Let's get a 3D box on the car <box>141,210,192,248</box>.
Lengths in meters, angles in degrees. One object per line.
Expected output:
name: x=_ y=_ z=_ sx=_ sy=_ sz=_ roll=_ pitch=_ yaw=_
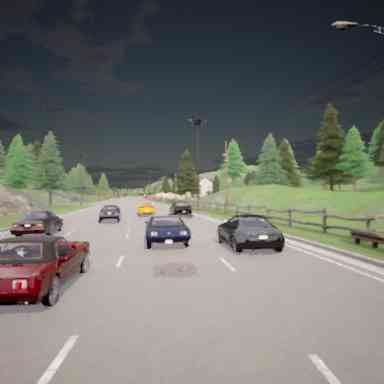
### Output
car: x=-1.296 y=1.765 z=15.836 sx=1.895 sy=1.301 sz=4.718 roll=0 pitch=-1 yaw=-9

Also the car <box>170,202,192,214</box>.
car: x=-1.218 y=1.827 z=35.544 sx=1.882 sy=1.535 sz=5.008 roll=0 pitch=0 yaw=-10

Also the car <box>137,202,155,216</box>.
car: x=-5.343 y=1.900 z=38.713 sx=1.882 sy=1.535 sz=5.008 roll=0 pitch=0 yaw=-10

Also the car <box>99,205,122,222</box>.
car: x=-7.402 y=1.913 z=30.393 sx=2.033 sy=1.411 sz=5.357 roll=-1 pitch=-1 yaw=-10

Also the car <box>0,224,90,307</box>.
car: x=-3.860 y=1.720 z=8.138 sx=1.895 sy=1.301 sz=4.718 roll=-1 pitch=-1 yaw=-5

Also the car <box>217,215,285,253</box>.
car: x=2.377 y=1.676 z=14.384 sx=1.994 sy=1.385 sz=4.181 roll=0 pitch=0 yaw=-8

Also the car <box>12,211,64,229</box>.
car: x=-9.022 y=1.830 z=19.775 sx=2.033 sy=1.411 sz=5.357 roll=0 pitch=-1 yaw=-11
